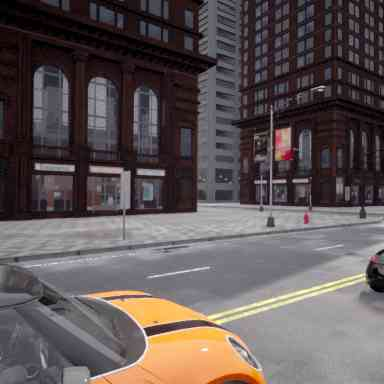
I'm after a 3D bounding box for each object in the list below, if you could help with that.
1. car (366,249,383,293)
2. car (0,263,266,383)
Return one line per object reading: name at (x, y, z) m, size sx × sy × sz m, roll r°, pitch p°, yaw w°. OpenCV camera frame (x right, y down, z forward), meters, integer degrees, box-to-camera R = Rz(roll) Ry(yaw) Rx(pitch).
car at (5.877, 1.576, 7.654) m, size 4.181 × 1.385 × 1.994 m, roll 0°, pitch 0°, yaw -35°
car at (-1.550, 1.352, 2.334) m, size 4.553 × 1.767 × 2.097 m, roll 0°, pitch 0°, yaw -36°
